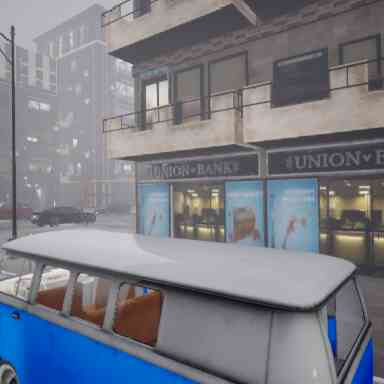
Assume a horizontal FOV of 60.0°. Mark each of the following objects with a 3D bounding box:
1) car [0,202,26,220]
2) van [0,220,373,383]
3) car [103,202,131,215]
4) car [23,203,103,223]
[{"bbox_3d":[-15.293,1.608,27.325,1.967,1.590,4.097,-2,-1,36],"label":"car"},{"bbox_3d":[-0.450,1.342,3.182,3.998,1.788,1.690,0,-1,36],"label":"van"},{"bbox_3d":[-8.612,1.798,36.407,1.947,1.339,4.313,-2,-1,36],"label":"car"},{"bbox_3d":[-8.542,1.583,22.356,1.947,1.339,4.313,-2,-1,36],"label":"car"}]
